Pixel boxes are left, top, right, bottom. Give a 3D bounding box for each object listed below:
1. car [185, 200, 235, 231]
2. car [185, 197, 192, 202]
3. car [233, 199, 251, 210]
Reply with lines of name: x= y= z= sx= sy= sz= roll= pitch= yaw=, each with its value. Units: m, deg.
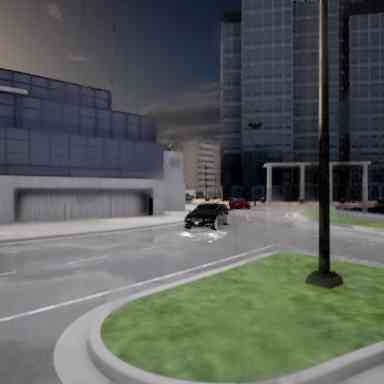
car: x=1.079 y=1.461 z=20.749 sx=1.837 sy=1.490 sz=4.892 roll=1 pitch=0 yaw=20
car: x=-2.022 y=1.370 z=56.547 sx=1.882 sy=1.535 sz=5.008 roll=0 pitch=0 yaw=-39
car: x=5.883 y=1.507 z=40.708 sx=1.895 sy=1.301 sz=4.718 roll=0 pitch=0 yaw=-4
